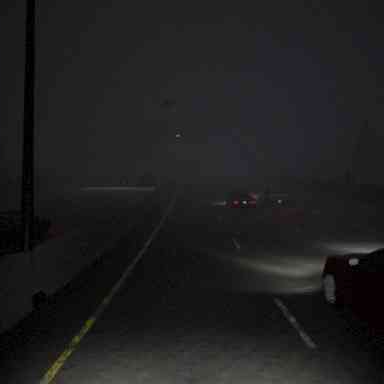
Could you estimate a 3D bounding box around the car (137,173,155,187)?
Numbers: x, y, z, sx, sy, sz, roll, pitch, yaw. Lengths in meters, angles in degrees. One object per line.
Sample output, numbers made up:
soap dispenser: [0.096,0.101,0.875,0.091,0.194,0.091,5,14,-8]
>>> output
car: [-7.074,-1.895,51.529,2.150,2.045,5.566,0,5,0]

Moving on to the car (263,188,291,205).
car: [7.099,0.306,29.089,1.895,1.301,4.718,0,5,0]

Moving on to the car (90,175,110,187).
car: [-14.074,-1.729,51.161,2.097,1.767,4.553,0,4,0]

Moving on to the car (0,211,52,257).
car: [-7.100,1.421,12.423,1.895,1.301,4.718,0,2,0]

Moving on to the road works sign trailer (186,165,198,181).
road works sign trailer: [0.096,-4.252,73.591,2.380,3.560,2.880,0,3,3]

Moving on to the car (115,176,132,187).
car: [-10.573,-1.606,51.501,1.837,1.490,4.892,0,5,0]

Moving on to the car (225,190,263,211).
car: [3.600,0.564,25.256,2.033,1.411,5.357,0,5,0]

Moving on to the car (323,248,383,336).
car: [3.592,1.476,4.812,1.882,1.535,5.008,0,1,0]
